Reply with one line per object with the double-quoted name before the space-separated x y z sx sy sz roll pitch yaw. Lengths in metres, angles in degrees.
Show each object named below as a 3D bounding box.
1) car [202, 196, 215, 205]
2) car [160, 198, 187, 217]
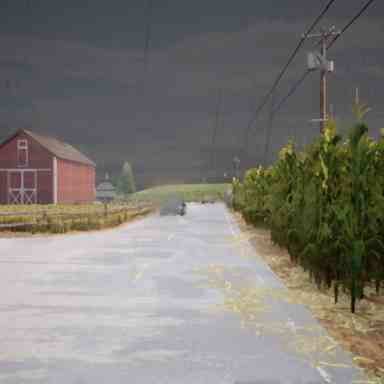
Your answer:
"car" 2.787 1.421 56.549 1.882 1.535 5.008 2 0 0
"car" -1.643 1.331 30.722 2.097 1.767 4.553 0 0 4
